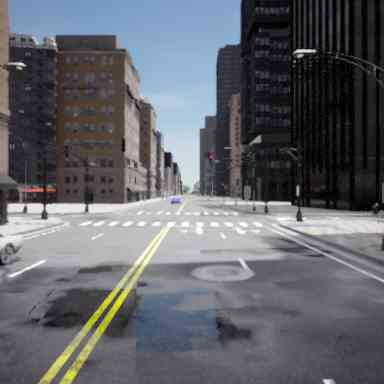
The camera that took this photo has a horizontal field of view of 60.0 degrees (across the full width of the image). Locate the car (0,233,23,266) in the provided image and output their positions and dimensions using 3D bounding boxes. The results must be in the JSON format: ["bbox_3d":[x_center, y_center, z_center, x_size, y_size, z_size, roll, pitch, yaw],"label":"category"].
[{"bbox_3d":[-6.581,1.623,8.908,1.895,1.301,4.718,0,0,0],"label":"car"}]

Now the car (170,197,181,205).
[{"bbox_3d":[-3.232,1.662,65.215,1.882,1.535,5.008,0,1,0],"label":"car"}]
